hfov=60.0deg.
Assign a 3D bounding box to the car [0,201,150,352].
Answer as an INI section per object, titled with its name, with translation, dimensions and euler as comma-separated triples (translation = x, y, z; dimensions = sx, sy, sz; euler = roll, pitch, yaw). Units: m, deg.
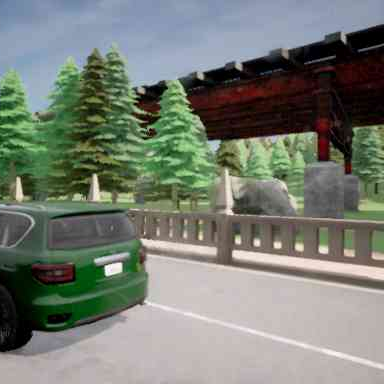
[car]
translation = -3.314, 1.184, 6.351
dimensions = 5.566, 2.045, 2.150
euler = 1, 0, 35
